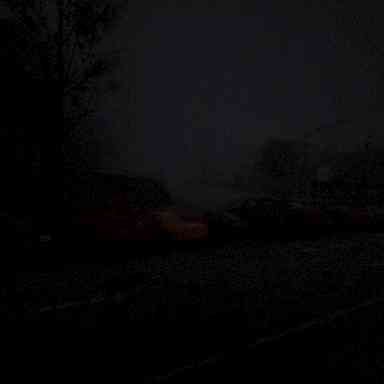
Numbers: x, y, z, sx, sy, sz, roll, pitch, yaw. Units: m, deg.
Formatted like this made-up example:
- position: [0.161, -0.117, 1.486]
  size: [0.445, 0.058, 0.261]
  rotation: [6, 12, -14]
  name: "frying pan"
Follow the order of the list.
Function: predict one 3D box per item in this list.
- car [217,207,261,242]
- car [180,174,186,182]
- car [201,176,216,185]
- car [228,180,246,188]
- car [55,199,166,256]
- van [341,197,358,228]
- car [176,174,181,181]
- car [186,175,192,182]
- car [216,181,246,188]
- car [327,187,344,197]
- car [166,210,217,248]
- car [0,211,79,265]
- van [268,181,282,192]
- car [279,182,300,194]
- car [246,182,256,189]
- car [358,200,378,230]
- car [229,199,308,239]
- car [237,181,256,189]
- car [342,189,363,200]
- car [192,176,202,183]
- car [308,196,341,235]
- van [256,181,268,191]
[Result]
- position: [0.837, 1.661, 17.078]
  size: [4.674, 1.452, 2.002]
  rotation: [-1, -1, 35]
  name: "car"
- position: [-0.292, -3.529, 89.400]
  size: [2.185, 1.767, 4.553]
  rotation: [4, 0, 34]
  name: "car"
- position: [5.069, -2.618, 82.194]
  size: [1.946, 1.575, 5.366]
  rotation: [7, 3, 34]
  name: "car"
- position: [10.160, -1.761, 74.674]
  size: [2.002, 1.452, 4.674]
  rotation: [7, 3, 35]
  name: "car"
- position: [-4.089, 1.295, 13.629]
  size: [5.566, 2.045, 2.435]
  rotation: [-1, -1, 35]
  name: "car"
- position: [8.323, 1.507, 22.205]
  size: [4.442, 1.987, 1.878]
  rotation: [-1, -2, 35]
  name: "van"
- position: [-2.059, -3.808, 91.751]
  size: [2.435, 2.045, 5.566]
  rotation: [1, -2, 34]
  name: "car"
- position: [1.434, -3.295, 86.927]
  size: [2.185, 1.767, 4.553]
  rotation: [6, 2, 34]
  name: "car"
- position: [7.354, -1.343, 63.024]
  size: [1.895, 1.301, 4.718]
  rotation: [3, 4, -35]
  name: "car"
- position: [23.974, 0.128, 54.917]
  size: [2.435, 2.045, 5.566]
  rotation: [7, 3, 35]
  name: "car"
- position: [-1.770, 1.582, 15.453]
  size: [5.366, 1.575, 1.946]
  rotation: [-1, -1, 35]
  name: "car"
- position: [-6.537, 1.538, 11.885]
  size: [4.792, 1.488, 2.163]
  rotation: [-1, -1, 35]
  name: "car"
- position: [17.021, -0.937, 64.678]
  size: [1.878, 1.987, 4.442]
  rotation: [8, 3, 35]
  name: "van"
- position: [18.775, -0.438, 62.311]
  size: [2.231, 1.521, 4.892]
  rotation: [7, 3, 35]
  name: "car"
- position: [13.725, -1.255, 69.885]
  size: [1.946, 1.575, 5.366]
  rotation: [7, 3, 35]
  name: "car"
- position: [10.733, 1.646, 23.953]
  size: [4.553, 1.767, 2.185]
  rotation: [-1, -1, 35]
  name: "car"
- position: [3.269, 1.407, 18.835]
  size: [5.566, 2.045, 2.435]
  rotation: [-1, -1, 35]
  name: "car"
- position: [11.898, -1.488, 72.209]
  size: [2.002, 1.452, 4.674]
  rotation: [8, 3, 35]
  name: "car"
- position: [25.658, 0.690, 52.440]
  size: [2.002, 1.452, 4.674]
  rotation: [7, 3, 35]
  name: "car"
- position: [3.225, -3.143, 84.458]
  size: [2.435, 2.045, 5.566]
  rotation: [7, 3, 34]
  name: "car"
- position: [5.784, 1.445, 20.538]
  size: [5.566, 2.045, 2.435]
  rotation: [-1, -2, 35]
  name: "car"
- position: [15.297, -1.210, 67.152]
  size: [1.878, 1.987, 4.442]
  rotation: [8, 3, 35]
  name: "van"
